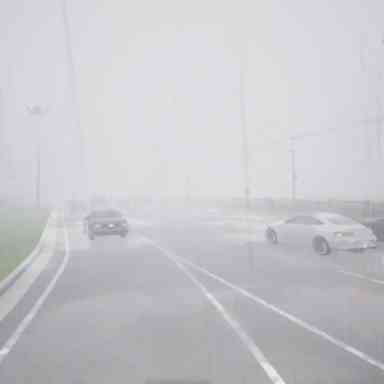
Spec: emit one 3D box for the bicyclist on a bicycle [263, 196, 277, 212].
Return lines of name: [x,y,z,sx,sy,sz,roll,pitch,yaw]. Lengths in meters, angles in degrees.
bicyclist on a bicycle: [8.035,1.256,34.292,1.656,1.620,0.582,-1,0,-22]

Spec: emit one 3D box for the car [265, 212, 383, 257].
car: [4.743,1.494,12.890,1.812,1.442,4.674,0,0,-22]

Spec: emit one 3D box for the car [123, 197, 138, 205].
car: [-11.935,1.651,64.016,1.837,1.490,4.892,0,0,-22]

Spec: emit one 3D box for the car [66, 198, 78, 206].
car: [-21.700,1.786,60.158,1.994,1.385,4.181,0,0,-22]

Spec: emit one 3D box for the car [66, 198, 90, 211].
car: [-14.667,1.699,42.754,2.033,1.411,5.357,0,0,-22]

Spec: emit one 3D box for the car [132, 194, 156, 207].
car: [-8.096,1.326,54.363,2.150,2.045,5.566,0,0,-22]

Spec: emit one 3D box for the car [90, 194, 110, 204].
car: [-14.599,1.379,51.775,2.150,2.045,5.566,0,0,-22]

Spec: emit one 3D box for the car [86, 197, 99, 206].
car: [-18.439,1.722,61.428,1.812,1.442,4.674,0,0,-22]

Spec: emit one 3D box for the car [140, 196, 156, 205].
car: [-8.683,1.626,65.311,1.837,1.490,4.892,0,0,-22]

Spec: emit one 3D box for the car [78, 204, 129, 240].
car: [-4.646,1.598,17.606,2.033,1.411,5.357,0,0,-22]

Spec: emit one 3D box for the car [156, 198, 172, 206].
car: [-4.830,1.625,55.629,2.033,1.411,5.357,0,0,-22]

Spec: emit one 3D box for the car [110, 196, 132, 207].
car: [-11.334,1.608,53.041,1.882,1.535,5.008,0,0,-22]
